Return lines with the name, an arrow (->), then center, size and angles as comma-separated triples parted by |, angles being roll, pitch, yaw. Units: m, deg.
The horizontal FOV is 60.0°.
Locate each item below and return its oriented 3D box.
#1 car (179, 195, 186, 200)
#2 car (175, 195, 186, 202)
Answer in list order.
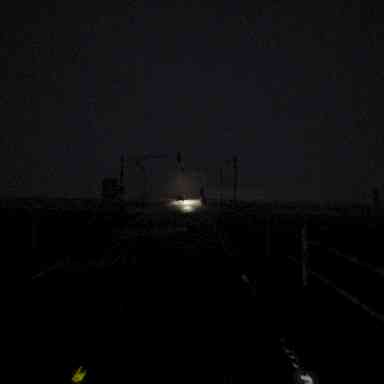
car -> -2.638, 1.490, 91.947 | 1.994, 1.385, 4.181 | 0, 0, 0
car -> -2.705, 1.431, 74.056 | 1.882, 1.535, 5.008 | 0, 0, 0
